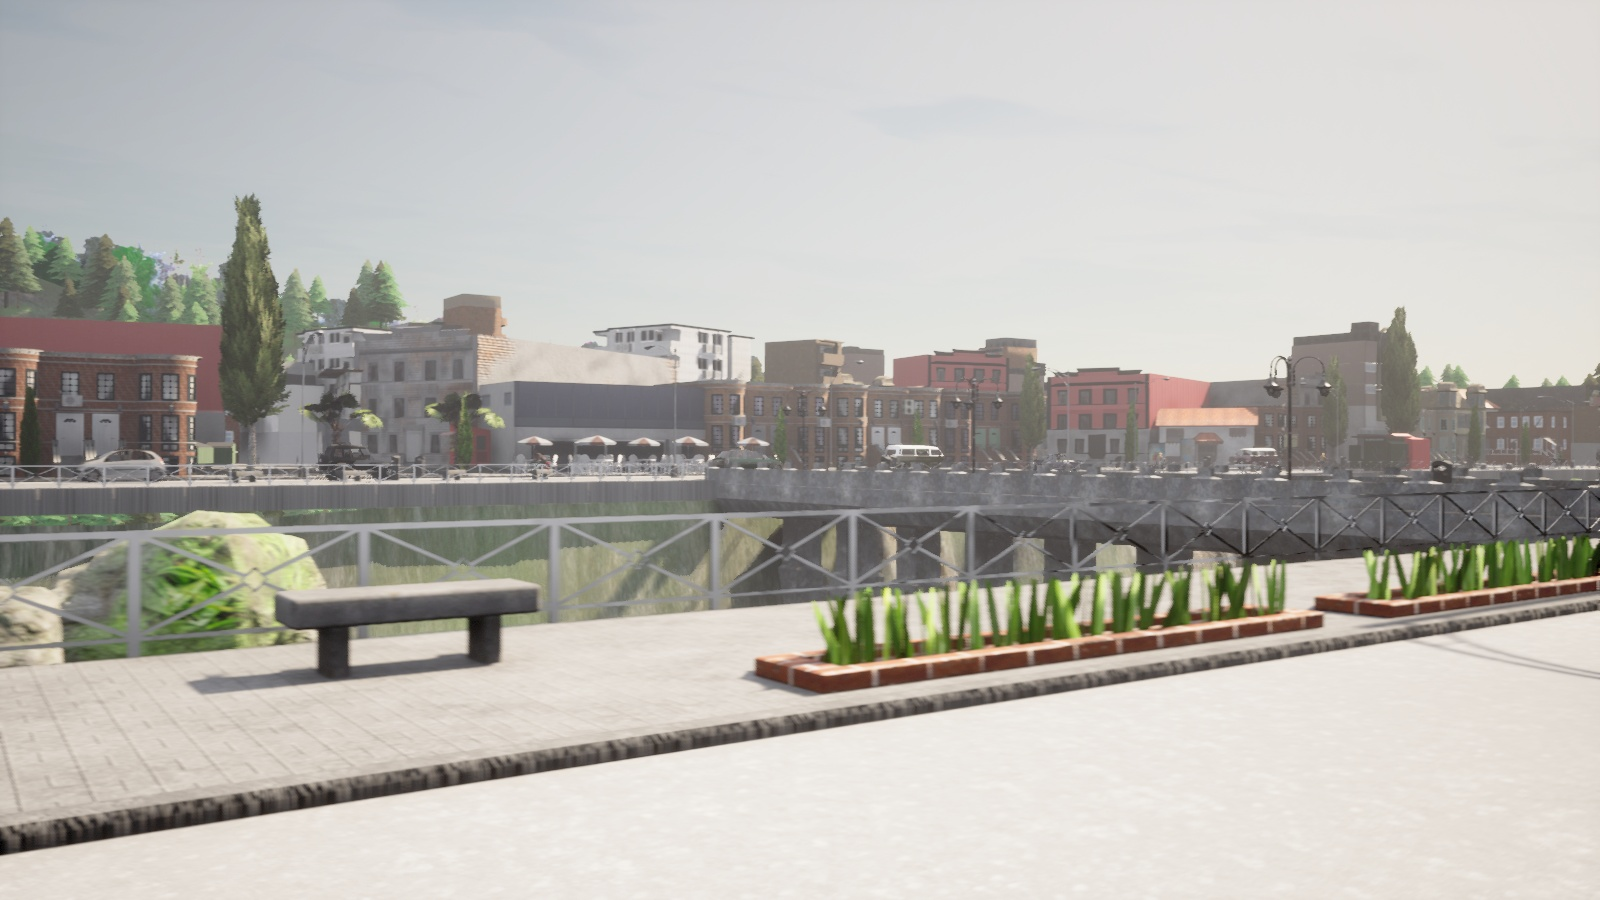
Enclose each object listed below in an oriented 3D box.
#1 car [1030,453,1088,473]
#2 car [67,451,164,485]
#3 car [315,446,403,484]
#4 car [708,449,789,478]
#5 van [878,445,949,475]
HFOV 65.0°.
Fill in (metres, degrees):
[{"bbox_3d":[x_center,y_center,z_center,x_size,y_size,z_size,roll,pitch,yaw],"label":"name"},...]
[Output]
[{"bbox_3d":[19.149,0.945,92.755,4.193,1.474,1.816,0,0,-35],"label":"car"},{"bbox_3d":[-33.292,0.863,61.106,3.988,1.617,1.851,0,0,-35],"label":"car"},{"bbox_3d":[-22.398,0.744,63.820,3.866,1.878,1.905,0,0,-35],"label":"car"},{"bbox_3d":[-3.140,0.799,77.232,4.553,1.767,2.097,0,0,-35],"label":"car"},{"bbox_3d":[7.682,0.660,84.770,4.480,2.038,2.069,0,0,-35],"label":"van"}]
